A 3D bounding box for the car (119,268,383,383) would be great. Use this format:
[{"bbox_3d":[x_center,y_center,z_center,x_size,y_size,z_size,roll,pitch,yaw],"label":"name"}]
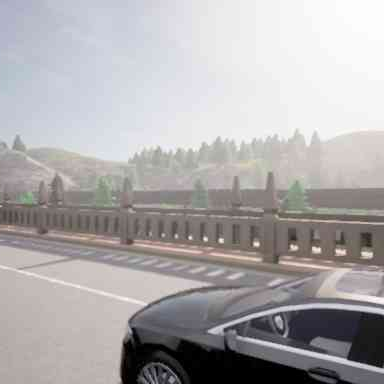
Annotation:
[{"bbox_3d":[1.439,1.493,2.966,4.902,1.511,2.128,0,0,35],"label":"car"}]
